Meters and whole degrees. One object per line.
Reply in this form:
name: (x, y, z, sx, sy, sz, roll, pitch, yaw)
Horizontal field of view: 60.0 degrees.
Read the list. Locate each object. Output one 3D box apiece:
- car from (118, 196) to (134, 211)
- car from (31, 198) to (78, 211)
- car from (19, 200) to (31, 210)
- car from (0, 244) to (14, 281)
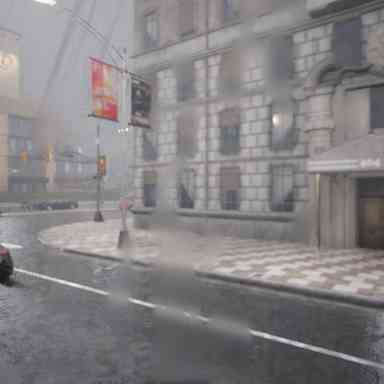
car: (-6.461, 1.339, 39.335, 2.097, 1.767, 4.553, 0, 0, 36)
car: (-16.136, 1.464, 39.910, 1.882, 1.535, 5.008, 0, 0, 36)
car: (-19.089, 1.477, 41.793, 2.128, 1.511, 4.902, 0, 0, 36)
car: (-6.446, 1.561, 8.564, 4.181, 1.385, 1.994, 0, 0, 36)
